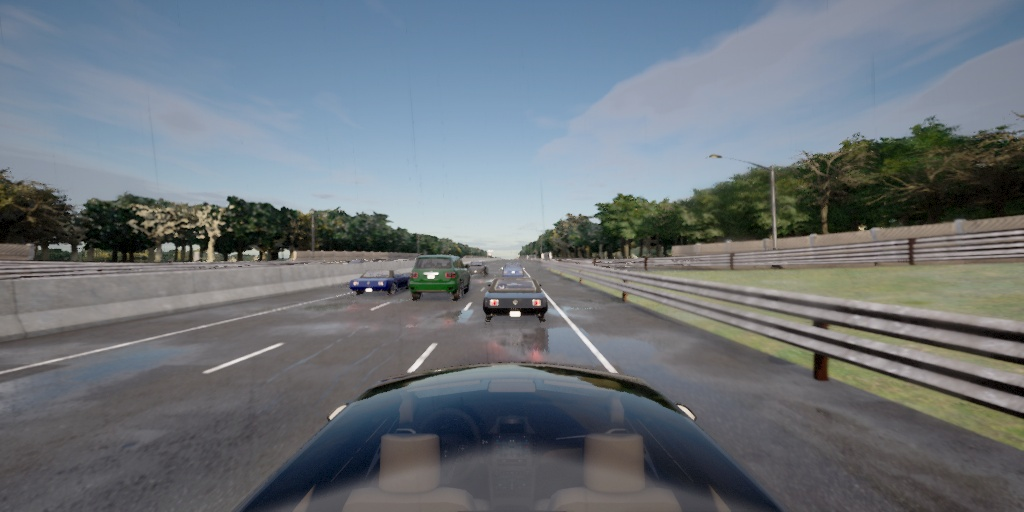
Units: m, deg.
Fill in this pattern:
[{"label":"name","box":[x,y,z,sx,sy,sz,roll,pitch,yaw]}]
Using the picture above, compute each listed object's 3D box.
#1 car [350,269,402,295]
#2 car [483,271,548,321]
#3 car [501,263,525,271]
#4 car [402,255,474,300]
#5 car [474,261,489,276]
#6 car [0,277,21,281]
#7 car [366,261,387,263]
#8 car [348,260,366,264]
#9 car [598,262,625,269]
[{"label":"car","box":[-6.908,1.362,19.548,1.895,1.301,4.718,0,0,0]},{"label":"car","box":[0.095,1.359,12.398,1.895,1.301,4.718,0,0,0]},{"label":"car","box":[0.087,1.312,30.508,2.033,1.411,5.357,0,0,0]},{"label":"car","box":[-3.407,0.982,17.764,2.150,2.045,5.566,0,0,0]},{"label":"car","box":[-3.415,1.256,36.066,2.128,1.511,4.902,0,0,0]},{"label":"car","box":[-17.604,1.357,11.357,1.895,1.301,4.718,0,0,0]},{"label":"car","box":[-21.024,1.380,57.211,1.895,1.301,4.718,0,0,0]},{"label":"car","box":[-24.524,1.326,57.240,2.033,1.411,5.357,0,0,0]},{"label":"car","box":[14.473,1.156,52.264,1.837,1.490,4.892,0,-1,-19]}]
